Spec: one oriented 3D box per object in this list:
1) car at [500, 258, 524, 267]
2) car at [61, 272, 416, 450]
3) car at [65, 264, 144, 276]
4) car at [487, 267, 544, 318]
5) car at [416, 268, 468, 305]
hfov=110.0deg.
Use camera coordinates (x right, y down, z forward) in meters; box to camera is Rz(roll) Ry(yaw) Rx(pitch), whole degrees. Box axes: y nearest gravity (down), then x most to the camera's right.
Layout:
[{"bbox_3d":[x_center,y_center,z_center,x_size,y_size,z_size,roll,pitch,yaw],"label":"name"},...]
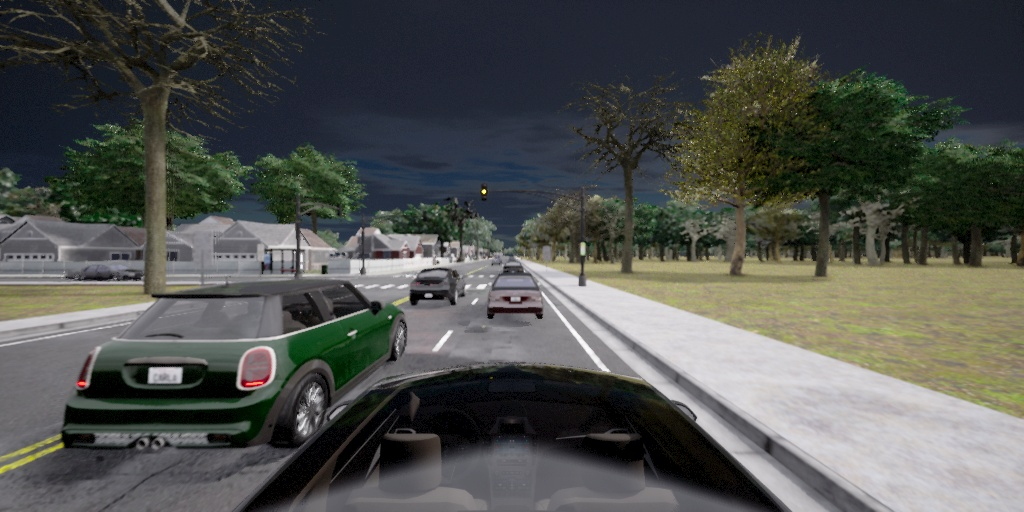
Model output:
[{"bbox_3d":[0.099,1.221,33.733,1.882,1.535,5.008,0,0,0],"label":"car"},{"bbox_3d":[-3.149,1.102,5.382,2.097,1.767,4.553,0,0,0],"label":"car"},{"bbox_3d":[-31.650,1.342,28.211,5.357,1.411,2.033,0,0,0],"label":"car"},{"bbox_3d":[0.101,1.296,12.912,2.033,1.411,5.357,0,0,0],"label":"car"},{"bbox_3d":[-3.158,1.253,15.956,1.837,1.490,4.892,0,0,0],"label":"car"}]
